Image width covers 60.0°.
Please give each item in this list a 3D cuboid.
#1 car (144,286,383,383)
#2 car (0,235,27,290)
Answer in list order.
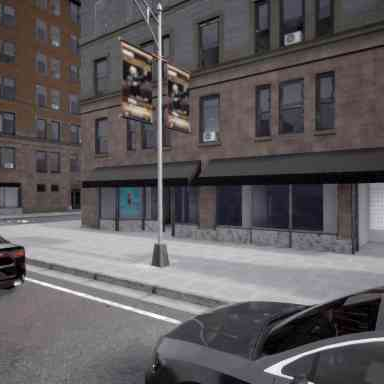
[{"bbox_3d":[1.805,1.505,2.400,4.892,1.490,1.837,0,0,35],"label":"car"},{"bbox_3d":[-5.930,1.478,7.890,5.008,1.535,1.882,0,0,35],"label":"car"}]
